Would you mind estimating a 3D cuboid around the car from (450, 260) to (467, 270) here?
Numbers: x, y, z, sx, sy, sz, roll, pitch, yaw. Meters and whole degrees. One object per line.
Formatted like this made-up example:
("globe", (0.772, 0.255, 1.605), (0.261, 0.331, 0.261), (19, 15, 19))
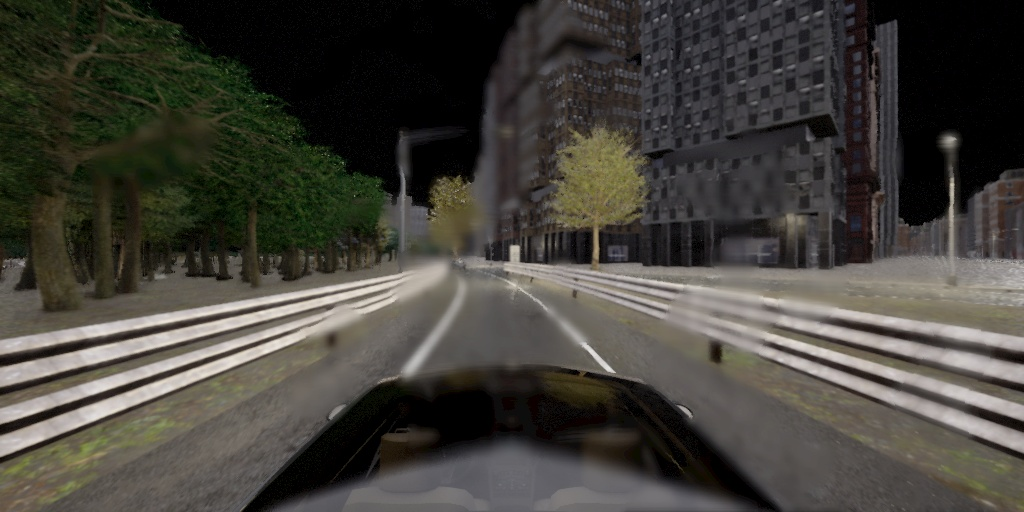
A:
("car", (-7.737, 1.249, 51.829), (2.128, 1.511, 4.902), (0, 0, -19))
